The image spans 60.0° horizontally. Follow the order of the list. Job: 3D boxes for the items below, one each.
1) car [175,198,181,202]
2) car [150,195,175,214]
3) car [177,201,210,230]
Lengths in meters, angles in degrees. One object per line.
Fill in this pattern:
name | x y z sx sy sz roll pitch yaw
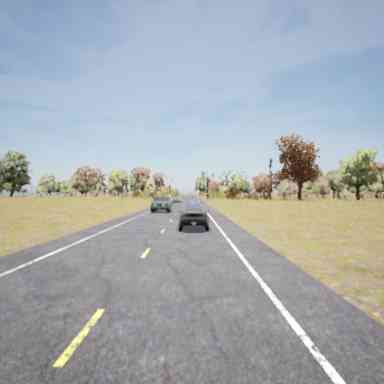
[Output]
car | -3.446 1.931 76.764 1.895 1.301 4.718 0 0 0
car | -3.562 1.392 39.045 2.150 2.045 5.566 0 0 0
car | 0.116 1.602 21.882 1.837 1.490 4.892 0 0 0
